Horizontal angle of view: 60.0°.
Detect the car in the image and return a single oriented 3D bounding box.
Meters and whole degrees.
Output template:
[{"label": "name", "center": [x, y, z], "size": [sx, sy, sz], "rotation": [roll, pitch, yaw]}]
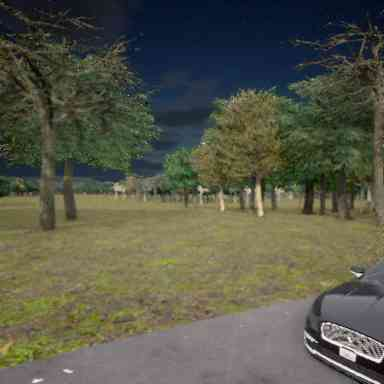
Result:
[{"label": "car", "center": [3.772, 1.565, 4.883], "size": [4.892, 1.490, 1.837], "rotation": [1, -1, -31]}]
